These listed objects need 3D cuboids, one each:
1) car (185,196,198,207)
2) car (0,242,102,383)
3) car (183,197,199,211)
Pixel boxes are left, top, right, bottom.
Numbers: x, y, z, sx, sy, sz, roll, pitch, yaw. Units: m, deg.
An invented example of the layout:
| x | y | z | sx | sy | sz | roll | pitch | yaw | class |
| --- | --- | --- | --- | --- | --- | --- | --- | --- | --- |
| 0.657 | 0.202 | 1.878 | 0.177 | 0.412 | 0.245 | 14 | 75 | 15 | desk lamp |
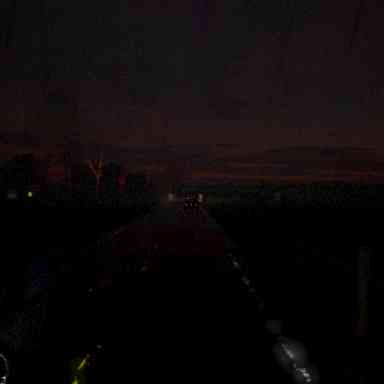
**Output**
| x | y | z | sx | sy | sz | roll | pitch | yaw | class |
| --- | --- | --- | --- | --- | --- | --- | --- | --- | --- |
| -0.107 | 1.430 | 50.420 | 1.812 | 1.442 | 4.674 | 0 | 0 | 0 | car |
| -2.848 | 1.535 | 4.942 | 2.033 | 1.411 | 5.357 | 0 | 0 | 0 | car |
| -0.085 | 1.465 | 39.993 | 2.033 | 1.411 | 5.357 | 0 | 0 | 0 | car |
